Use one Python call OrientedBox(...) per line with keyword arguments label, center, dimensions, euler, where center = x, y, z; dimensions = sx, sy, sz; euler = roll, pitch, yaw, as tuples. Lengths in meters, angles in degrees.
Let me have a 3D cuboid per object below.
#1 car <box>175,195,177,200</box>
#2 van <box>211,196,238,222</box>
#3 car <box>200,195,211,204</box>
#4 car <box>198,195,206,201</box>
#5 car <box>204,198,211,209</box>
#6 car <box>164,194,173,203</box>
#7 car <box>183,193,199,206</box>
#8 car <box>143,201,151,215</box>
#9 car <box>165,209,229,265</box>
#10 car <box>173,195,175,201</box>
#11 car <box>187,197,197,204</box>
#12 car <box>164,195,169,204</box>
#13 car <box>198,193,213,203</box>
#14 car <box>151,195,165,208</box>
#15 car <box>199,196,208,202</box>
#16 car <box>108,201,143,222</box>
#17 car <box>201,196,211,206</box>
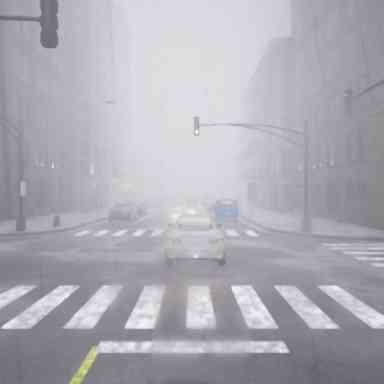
OrientedBox(label="car", center=(-5.408, 1.493, 83.030), dimensions=(1.967, 1.590, 4.097), euler=(0, 0, 0))
OrientedBox(label="van", center=(2.631, 1.366, 26.222), dimensions=(1.690, 1.788, 3.998), euler=(0, 0, 0))
OrientedBox(label="car", center=(2.621, 1.488, 65.991), dimensions=(1.967, 1.590, 4.097), euler=(0, 0, 0))
OrientedBox(label="car", center=(2.615, 1.620, 88.716), dimensions=(1.947, 1.339, 4.313), euler=(0, 0, 0))
OrientedBox(label="car", center=(2.628, 1.618, 37.584), dimensions=(1.802, 1.307, 4.206), euler=(0, 0, 0))
OrientedBox(label="car", center=(-5.404, 1.614, 65.984), dimensions=(1.947, 1.339, 4.313), euler=(0, 0, 0))
OrientedBox(label="car", center=(-0.014, 1.397, 56.321), dimensions=(2.097, 1.767, 4.553), euler=(0, 0, 0))
OrientedBox(label="car", center=(-5.396, 1.575, 31.893), dimensions=(1.887, 1.381, 4.507), euler=(0, 0, 0))
OrientedBox(label="car", center=(0.103, 1.547, 11.631), dimensions=(1.812, 1.442, 4.674), euler=(0, 0, 0))
OrientedBox(label="car", center=(-5.405, 1.364, 71.666), dimensions=(2.192, 1.841, 5.009), euler=(0, 0, 0))
OrientedBox(label="car", center=(-0.017, 1.650, 66.383), dimensions=(1.895, 1.301, 4.718), euler=(0, 0, 0))
OrientedBox(label="car", center=(-5.401, 1.611, 54.621), dimensions=(1.947, 1.339, 4.313), euler=(0, 0, 0))
OrientedBox(label="car", center=(2.624, 1.360, 54.629), dimensions=(2.192, 1.841, 5.009), euler=(0, 0, 0))
OrientedBox(label="car", center=(-5.400, 1.569, 48.769), dimensions=(1.752, 1.417, 4.829), euler=(0, 0, 0))
OrientedBox(label="car", center=(2.618, 1.602, 77.353), dimensions=(2.008, 1.369, 4.403), euler=(0, 0, 0))
OrientedBox(label="car", center=(-5.395, 1.576, 26.211), dimensions=(2.008, 1.369, 4.403), euler=(0, 0, 0))
OrientedBox(label="car", center=(2.625, 1.625, 48.947), dimensions=(1.802, 1.307, 4.206), euler=(0, 0, 0))
